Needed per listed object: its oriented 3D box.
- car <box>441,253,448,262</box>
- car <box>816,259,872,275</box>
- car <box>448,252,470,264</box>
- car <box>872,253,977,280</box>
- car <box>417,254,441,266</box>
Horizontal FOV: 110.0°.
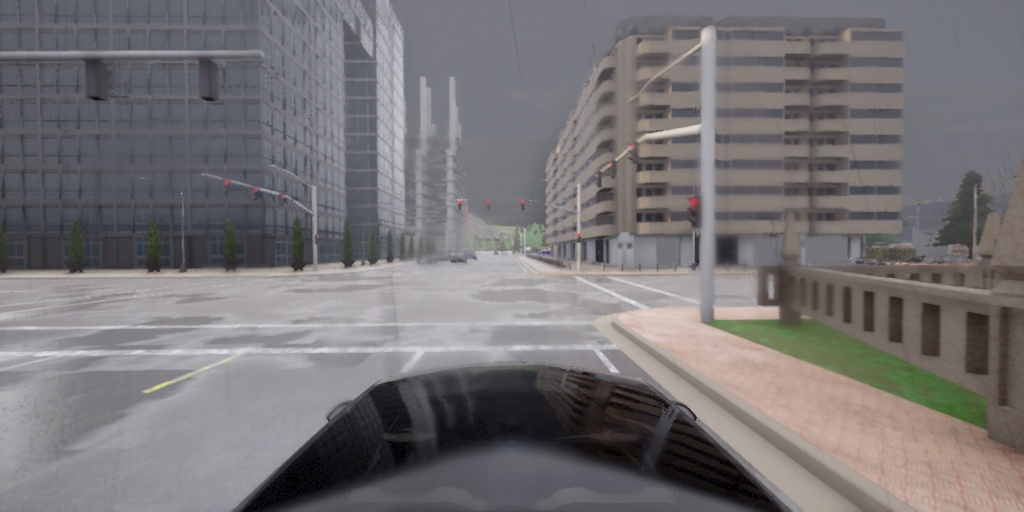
[{"bbox_3d":[-11.337,0.290,60.172,1.837,1.490,4.892,0,2,-2],"label":"car"},{"bbox_3d":[24.574,0.884,25.657,4.718,1.301,1.895,0,1,-1],"label":"car"},{"bbox_3d":[-7.766,0.503,52.705,1.895,1.301,4.718,0,1,0],"label":"car"},{"bbox_3d":[25.720,0.691,22.174,4.553,1.767,2.097,0,1,-1],"label":"car"},{"bbox_3d":[-11.227,0.501,47.371,2.128,1.511,4.902,0,1,-1],"label":"car"}]
